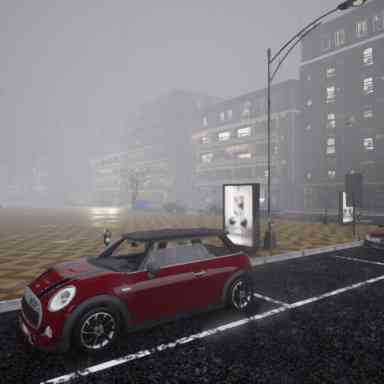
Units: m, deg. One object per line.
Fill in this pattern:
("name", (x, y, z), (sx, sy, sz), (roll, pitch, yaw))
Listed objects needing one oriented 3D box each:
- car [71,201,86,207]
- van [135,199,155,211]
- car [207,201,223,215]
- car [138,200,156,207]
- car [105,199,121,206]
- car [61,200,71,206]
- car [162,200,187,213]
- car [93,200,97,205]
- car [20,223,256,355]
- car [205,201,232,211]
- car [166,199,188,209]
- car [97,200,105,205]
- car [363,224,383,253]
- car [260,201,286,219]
("car", (-25.924, 2.702, 77.246), (2.008, 1.369, 4.403), (-2, 0, -36))
("van", (-7.419, 2.034, 52.087), (1.690, 1.788, 3.998), (-2, 0, -36))
("car", (3.712, 1.968, 36.821), (2.008, 1.369, 4.403), (-2, 0, -36))
("car", (-9.264, 2.424, 68.768), (1.802, 1.307, 4.206), (-2, 0, -36))
("car", (-19.181, 2.528, 82.217), (1.967, 1.590, 4.097), (-2, 0, -36))
("car", (-32.532, 2.861, 86.211), (1.887, 1.381, 4.507), (-2, 0, -36))
("car", (-2.440, 2.114, 45.244), (1.887, 1.381, 4.507), (-2, 0, -36))
("car", (-25.787, 2.797, 91.183), (1.887, 1.381, 4.507), (-2, 0, -36))
("car", (-0.818, 1.440, 6.006), (4.097, 1.590, 1.967), (0, 0, -36))
("car", (4.016, 2.096, 50.884), (1.802, 1.307, 4.206), (-2, 0, -36))
("car", (-2.655, 2.118, 59.805), (1.967, 1.590, 4.097), (-2, 0, -36))
("car", (-22.482, 2.736, 86.700), (1.947, 1.339, 4.313), (-2, 0, -36))
("car", (8.130, 1.581, 12.501), (4.206, 1.307, 1.802), (0, 0, -36))
("car", (7.016, 1.887, 32.338), (2.008, 1.369, 4.403), (-2, 0, -36))
